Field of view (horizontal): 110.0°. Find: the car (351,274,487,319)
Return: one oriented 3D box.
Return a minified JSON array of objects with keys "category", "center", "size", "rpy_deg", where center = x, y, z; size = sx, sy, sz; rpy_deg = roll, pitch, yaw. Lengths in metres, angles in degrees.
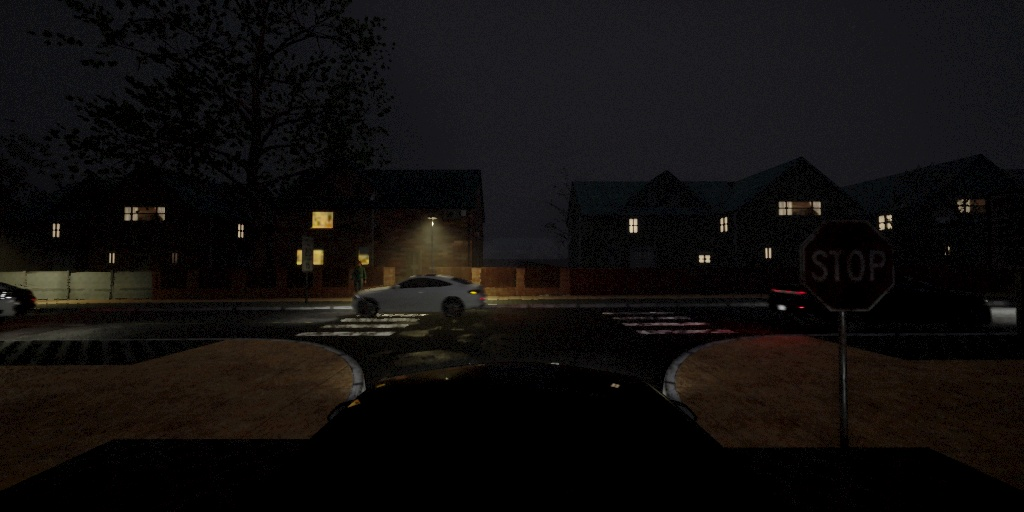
[{"category":"car","center":[-3.248,1.389,12.821],"size":[4.674,1.442,1.812],"rpy_deg":[-1,-1,1]}]

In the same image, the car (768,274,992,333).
[{"category":"car","center":[9.731,1.163,9.709],"size":[4.902,1.511,2.128],"rpy_deg":[0,-1,1]}]

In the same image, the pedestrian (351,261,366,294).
[{"category":"pedestrian","center":[-6.731,1.113,15.768],"size":[0.375,1.860,0.375],"rpy_deg":[0,-1,1]}]

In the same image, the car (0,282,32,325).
[{"category":"car","center":[-17.728,1.160,10.034],"size":[5.566,2.045,2.150],"rpy_deg":[-1,-1,1]}]

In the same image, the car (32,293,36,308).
[{"category":"car","center":[-20.295,1.568,13.007],"size":[4.674,1.442,1.812],"rpy_deg":[-1,-1,1]}]
